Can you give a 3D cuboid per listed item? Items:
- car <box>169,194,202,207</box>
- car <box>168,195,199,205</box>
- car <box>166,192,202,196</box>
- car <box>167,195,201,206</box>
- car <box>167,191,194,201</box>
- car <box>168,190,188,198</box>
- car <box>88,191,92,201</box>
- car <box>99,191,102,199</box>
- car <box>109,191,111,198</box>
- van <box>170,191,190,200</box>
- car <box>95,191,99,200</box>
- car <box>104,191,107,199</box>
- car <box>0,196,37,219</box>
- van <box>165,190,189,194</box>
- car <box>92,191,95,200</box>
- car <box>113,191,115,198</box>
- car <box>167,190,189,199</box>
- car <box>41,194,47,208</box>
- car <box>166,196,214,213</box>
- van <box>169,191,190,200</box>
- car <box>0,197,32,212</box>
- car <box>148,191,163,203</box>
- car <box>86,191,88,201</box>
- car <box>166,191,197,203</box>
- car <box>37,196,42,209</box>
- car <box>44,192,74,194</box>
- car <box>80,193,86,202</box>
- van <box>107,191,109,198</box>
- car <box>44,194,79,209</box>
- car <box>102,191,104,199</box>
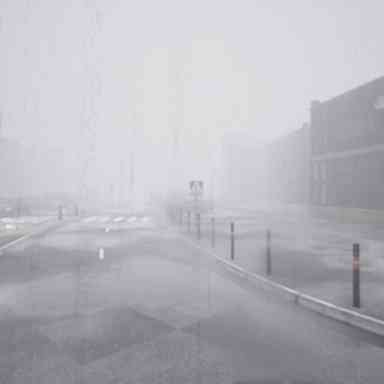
[{"bbox_3d":[-1.027,1.136,46.999,4.553,1.767,2.185,0,1,-4],"label":"car"},{"bbox_3d":[-1.402,1.198,52.546,4.892,1.521,2.231,0,1,-4],"label":"car"},{"bbox_3d":[-0.499,1.217,38.672,4.553,1.767,2.185,0,0,-4],"label":"car"},{"bbox_3d":[-1.246,1.228,49.896,5.008,1.535,2.097,0,1,-4],"label":"car"},{"bbox_3d":[-2.434,0.760,69.185,5.566,2.045,2.435,0,1,-4],"label":"car"},{"bbox_3d":[-4.071,0.555,94.141,5.566,2.045,2.435,0,0,-4],"label":"car"},{"bbox_3d":[-22.387,0.997,64.067,4.553,1.767,2.185,0,1,-4],"label":"car"},{"bbox_3d":[-22.878,1.045,72.325,4.892,1.521,2.231,0,1,-4],"label":"car"},{"bbox_3d":[-23.587,0.996,83.330,4.674,1.452,2.002,0,0,-4],"label":"car"},{"bbox_3d":[-2.697,0.732,74.737,4.442,1.987,1.878,0,1,-4],"label":"van"},{"bbox_3d":[-22.702,1.071,69.573,4.892,1.521,2.231,0,1,-4],"label":"car"},{"bbox_3d":[-23.231,0.999,77.827,4.892,1.521,2.231,0,0,-4],"label":"car"},{"bbox_3d":[-15.606,1.317,28.648,2.097,1.767,4.553,0,0,-3],"label":"car"},{"bbox_3d":[-0.831,1.095,41.564,4.442,1.987,1.878,0,1,-4],"label":"van"},{"bbox_3d":[-22.501,0.970,66.823,4.553,1.767,2.185,0,1,-4],"label":"car"},{"bbox_3d":[-23.936,0.919,88.832,4.892,1.521,2.231,0,0,-4],"label":"car"},{"bbox_3d":[-3.545,0.613,85.823,5.566,2.045,2.435,0,0,-4],"label":"car"},{"bbox_3d":[-21.127,1.333,44.810,4.892,1.521,2.231,0,1,-4],"label":"car"},{"bbox_3d":[-0.216,1.405,33.245,4.792,1.488,2.163,0,0,-4],"label":"car"},{"bbox_3d":[-2.755,0.758,71.951,4.442,1.987,1.878,0,1,-4],"label":"van"},{"bbox_3d":[-20.597,1.406,36.552,5.008,1.535,2.097,0,0,-4],"label":"car"},{"bbox_3d":[-6.355,0.892,57.692,2.150,2.045,5.566,0,1,-4],"label":"car"},{"bbox_3d":[-22.211,1.025,61.316,4.553,1.767,2.185,0,1,-4],"label":"car"},{"bbox_3d":[-1.972,0.848,60.986,5.566,2.045,2.435,0,1,-4],"label":"car"},{"bbox_3d":[-20.765,1.423,39.303,4.674,1.452,2.002,0,1,-4],"label":"car"},{"bbox_3d":[-21.503,1.020,50.308,5.566,2.045,2.435,0,1,-4],"label":"car"},{"bbox_3d":[-22.008,1.180,58.567,5.008,1.535,2.097,0,1,-4],"label":"car"},{"bbox_3d":[-23.305,0.750,80.707,4.442,1.987,1.878,0,0,-4],"label":"van"},{"bbox_3d":[-16.363,1.358,42.080,2.128,1.511,4.902,0,0,-3],"label":"car"},{"bbox_3d":[-23.055,1.022,75.076,4.892,1.521,2.231,0,0,-4],"label":"car"}]
